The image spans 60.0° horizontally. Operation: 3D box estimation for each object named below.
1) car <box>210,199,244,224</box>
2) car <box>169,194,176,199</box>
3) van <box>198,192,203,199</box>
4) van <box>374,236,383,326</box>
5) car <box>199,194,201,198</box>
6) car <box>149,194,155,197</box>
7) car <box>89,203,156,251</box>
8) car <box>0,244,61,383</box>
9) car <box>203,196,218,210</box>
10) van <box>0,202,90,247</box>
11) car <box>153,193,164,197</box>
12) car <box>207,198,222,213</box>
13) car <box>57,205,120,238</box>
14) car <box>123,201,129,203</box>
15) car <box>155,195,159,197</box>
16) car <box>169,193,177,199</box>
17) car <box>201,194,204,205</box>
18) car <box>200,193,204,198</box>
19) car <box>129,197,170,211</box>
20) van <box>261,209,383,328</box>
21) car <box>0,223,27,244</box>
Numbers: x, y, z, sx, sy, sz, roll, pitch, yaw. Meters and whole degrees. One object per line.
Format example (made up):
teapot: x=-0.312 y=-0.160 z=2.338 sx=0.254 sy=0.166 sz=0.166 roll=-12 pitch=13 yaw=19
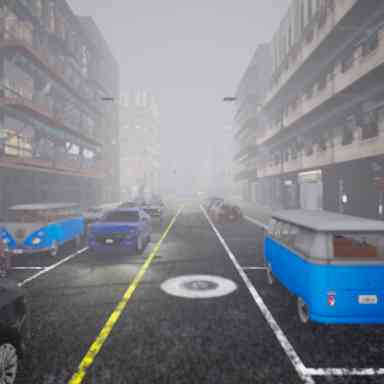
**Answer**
car: x=2.533 y=1.452 z=23.473 sx=1.887 sy=1.381 sz=4.507 roll=0 pitch=0 yaw=0
car: x=-5.408 y=1.204 z=89.637 sx=1.802 sy=1.307 sz=4.206 roll=0 pitch=0 yaw=0
van: x=2.439 y=0.963 z=89.485 sx=1.690 sy=1.788 sz=3.998 roll=0 pitch=0 yaw=0
van: x=2.564 y=1.336 z=1.094 sx=1.690 sy=1.788 sz=3.998 roll=0 pitch=0 yaw=0
car: x=2.493 y=1.335 z=51.444 sx=1.887 sy=1.381 sz=4.507 roll=0 pitch=0 yaw=0
car: x=-5.363 y=1.303 z=34.649 sx=1.967 sy=1.590 sz=4.097 roll=0 pitch=0 yaw=0
car: x=-2.858 y=1.423 z=14.040 sx=1.882 sy=1.535 sz=5.008 roll=0 pitch=0 yaw=0
car: x=-2.850 y=1.485 z=2.012 sx=2.128 sy=1.511 sz=4.902 roll=0 pitch=0 yaw=0
car: x=2.517 y=1.301 z=34.660 sx=1.967 sy=1.590 sz=4.097 roll=0 pitch=0 yaw=0
van: x=-5.332 y=1.294 z=12.272 sx=1.690 sy=1.788 sz=3.998 roll=0 pitch=0 yaw=0
car: x=-5.388 y=1.107 z=51.432 sx=2.192 sy=1.841 sz=5.009 roll=0 pitch=0 yaw=0
car: x=2.525 y=1.466 z=29.067 sx=1.802 sy=1.307 sz=4.206 roll=0 pitch=0 yaw=0
car: x=-5.340 y=1.482 z=17.867 sx=2.008 sy=1.369 sz=4.403 roll=0 pitch=0 yaw=0
car: x=-5.355 y=1.452 z=29.055 sx=1.947 sy=1.339 sz=4.313 roll=0 pitch=0 yaw=0
car: x=-5.371 y=1.421 z=40.244 sx=1.802 sy=1.307 sz=4.206 roll=0 pitch=0 yaw=0
car: x=-5.416 y=1.141 z=95.225 sx=1.887 sy=1.381 sz=4.507 roll=0 pitch=0 yaw=0
car: x=2.509 y=1.278 z=40.254 sx=1.967 sy=1.590 sz=4.097 roll=0 pitch=0 yaw=0
car: x=2.501 y=1.254 z=45.849 sx=1.967 sy=1.590 sz=4.097 roll=0 pitch=0 yaw=0
car: x=-2.781 y=1.223 z=22.970 sx=1.895 sy=1.301 sz=4.718 roll=0 pitch=0 yaw=0
van: x=2.556 y=1.314 z=6.689 sx=1.690 sy=1.788 sz=3.998 roll=0 pitch=0 yaw=0
car: x=-5.324 y=1.557 z=6.679 sx=1.802 sy=1.307 sz=4.206 roll=0 pitch=0 yaw=0
